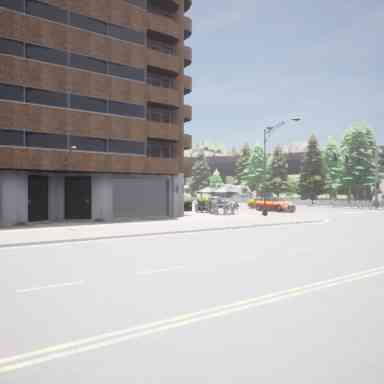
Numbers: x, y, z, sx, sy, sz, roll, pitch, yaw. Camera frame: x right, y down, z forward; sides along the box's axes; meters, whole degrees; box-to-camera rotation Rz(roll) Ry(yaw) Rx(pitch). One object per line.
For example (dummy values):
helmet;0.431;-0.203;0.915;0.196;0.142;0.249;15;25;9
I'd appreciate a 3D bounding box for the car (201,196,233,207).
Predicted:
car;3.763;1.422;50.659;1.882;1.535;5.008;0;0;-39

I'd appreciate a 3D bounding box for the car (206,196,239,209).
car;3.992;1.492;44.651;2.033;1.411;5.357;0;0;-34

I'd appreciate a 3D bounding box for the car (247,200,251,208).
car;9.327;1.422;42.873;1.882;1.535;5.008;0;0;-34

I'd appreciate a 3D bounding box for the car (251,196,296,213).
car;9.220;1.296;36.753;2.097;1.767;4.553;0;0;-33
